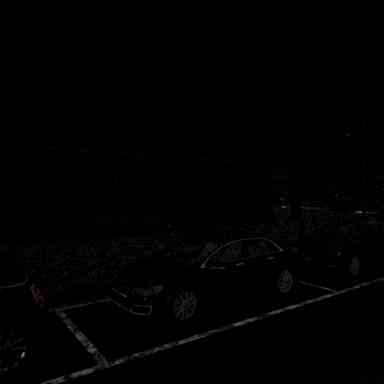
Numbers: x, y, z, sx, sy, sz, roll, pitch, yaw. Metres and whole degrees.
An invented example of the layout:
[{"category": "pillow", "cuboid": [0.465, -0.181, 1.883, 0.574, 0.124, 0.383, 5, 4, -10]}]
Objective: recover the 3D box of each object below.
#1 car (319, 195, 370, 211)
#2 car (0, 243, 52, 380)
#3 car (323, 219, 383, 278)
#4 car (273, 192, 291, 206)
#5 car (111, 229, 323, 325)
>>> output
[{"category": "car", "cuboid": [15.452, 1.135, 33.979, 1.882, 1.535, 5.008, 0, 1, -35]}, {"category": "car", "cuboid": [-3.944, 1.440, 3.838, 4.097, 1.590, 1.967, 0, 0, -35]}, {"category": "car", "cuboid": [4.946, 1.545, 10.169, 4.507, 1.381, 1.887, 0, 0, -35]}, {"category": "car", "cuboid": [10.204, 0.834, 41.325, 2.097, 1.767, 4.553, 0, 1, -35]}, {"category": "car", "cuboid": [0.501, 1.551, 7.003, 4.403, 1.369, 2.008, 0, 0, -35]}]
